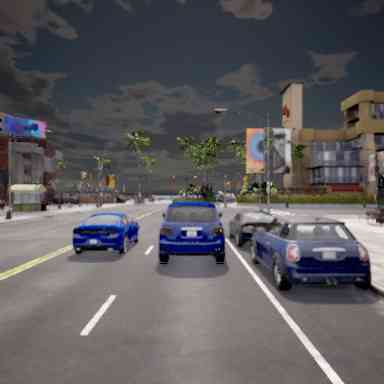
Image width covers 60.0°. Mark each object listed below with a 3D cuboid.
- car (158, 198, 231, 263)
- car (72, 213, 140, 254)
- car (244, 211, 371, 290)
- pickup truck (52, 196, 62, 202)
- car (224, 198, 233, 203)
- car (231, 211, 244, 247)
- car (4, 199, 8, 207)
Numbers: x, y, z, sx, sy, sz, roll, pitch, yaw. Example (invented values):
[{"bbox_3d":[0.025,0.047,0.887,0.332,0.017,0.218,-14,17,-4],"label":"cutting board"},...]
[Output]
[{"bbox_3d":[0.009,1.348,12.571,2.150,2.045,5.566,0,0,0],"label":"car"},{"bbox_3d":[-3.472,1.617,14.242,1.882,1.535,5.008,0,0,1],"label":"car"},{"bbox_3d":[3.038,1.448,9.518,2.185,1.767,4.553,0,-1,0],"label":"car"},{"bbox_3d":[-28.616,1.831,76.404,6.274,2.098,2.390,0,-1,0],"label":"pickup truck"},{"bbox_3d":[9.584,2.474,94.743,4.181,1.385,1.994,0,-1,-40],"label":"car"},{"bbox_3d":[2.898,1.636,15.942,2.097,1.535,5.008,0,-1,0],"label":"car"},{"bbox_3d":[-29.011,1.727,48.778,2.185,1.767,4.553,0,-1,0],"label":"car"}]
